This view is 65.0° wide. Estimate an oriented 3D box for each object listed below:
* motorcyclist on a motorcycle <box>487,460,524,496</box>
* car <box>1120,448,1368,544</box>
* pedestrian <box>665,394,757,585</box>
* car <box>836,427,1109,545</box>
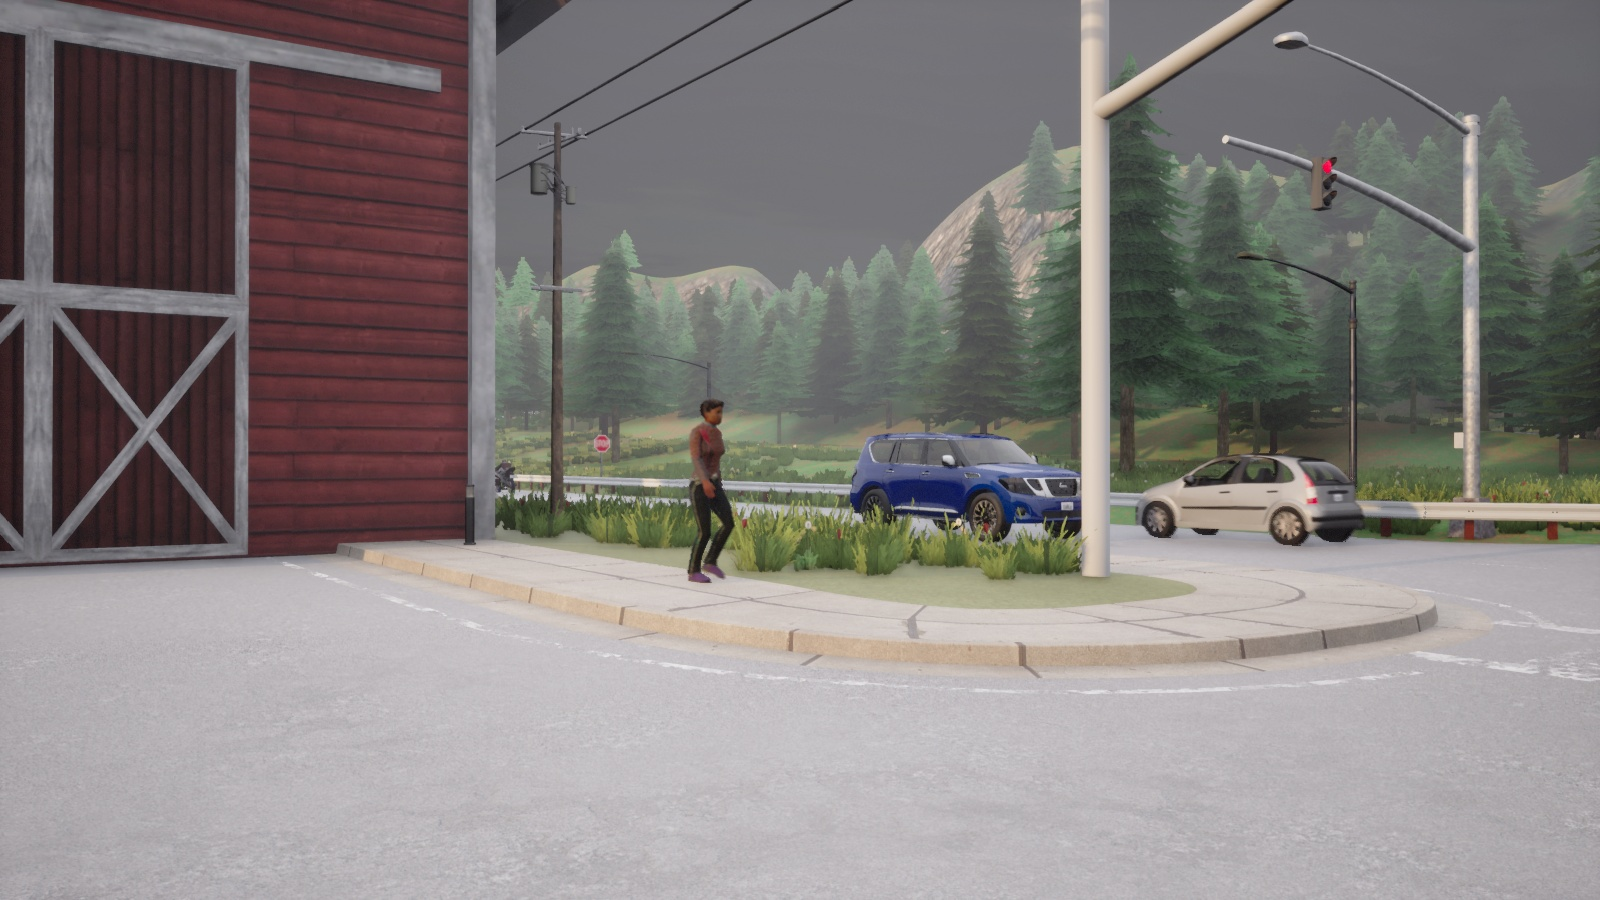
[{"bbox_3d":[-12.962,1.226,55.141,0.866,1.530,2.191,0,0,-34],"label":"motorcyclist on a motorcycle"},{"bbox_3d":[8.208,0.797,23.494,1.851,1.617,3.988,0,0,-38],"label":"car"},{"bbox_3d":[-0.874,0.377,12.252,0.869,1.805,0.328,0,0,34],"label":"pedestrian"},{"bbox_3d":[3.207,0.646,24.696,2.150,2.045,5.566,0,0,-34],"label":"car"}]
